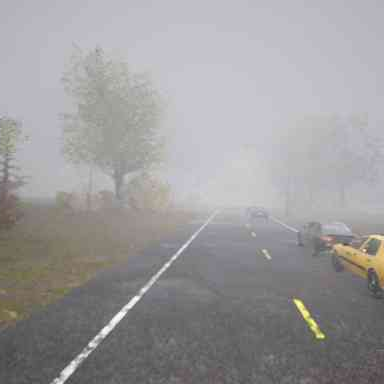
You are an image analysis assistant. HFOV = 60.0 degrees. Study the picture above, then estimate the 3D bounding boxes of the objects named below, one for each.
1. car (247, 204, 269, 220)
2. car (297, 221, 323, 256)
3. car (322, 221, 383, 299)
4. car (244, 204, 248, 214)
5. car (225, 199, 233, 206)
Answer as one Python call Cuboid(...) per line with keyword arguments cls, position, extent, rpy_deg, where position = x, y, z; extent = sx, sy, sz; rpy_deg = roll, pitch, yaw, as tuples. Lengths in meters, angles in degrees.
Cuboid(cls="car", position=(7.768, 2.400, 38.580), extent=(1.994, 1.385, 4.181), rpy_deg=(3, -1, 7))
Cuboid(cls="car", position=(6.090, 2.025, 15.086), extent=(1.812, 1.442, 4.674), rpy_deg=(3, -1, 7))
Cuboid(cls="car", position=(5.437, 1.854, 9.315), extent=(1.801, 1.575, 5.366), rpy_deg=(3, -1, 7))
Cuboid(cls="car", position=(9.093, 2.533, 50.598), extent=(1.837, 1.490, 4.892), rpy_deg=(3, -1, 7))
Cuboid(cls="car", position=(10.037, 2.789, 89.807), extent=(2.097, 1.767, 4.553), rpy_deg=(3, 0, 7))
